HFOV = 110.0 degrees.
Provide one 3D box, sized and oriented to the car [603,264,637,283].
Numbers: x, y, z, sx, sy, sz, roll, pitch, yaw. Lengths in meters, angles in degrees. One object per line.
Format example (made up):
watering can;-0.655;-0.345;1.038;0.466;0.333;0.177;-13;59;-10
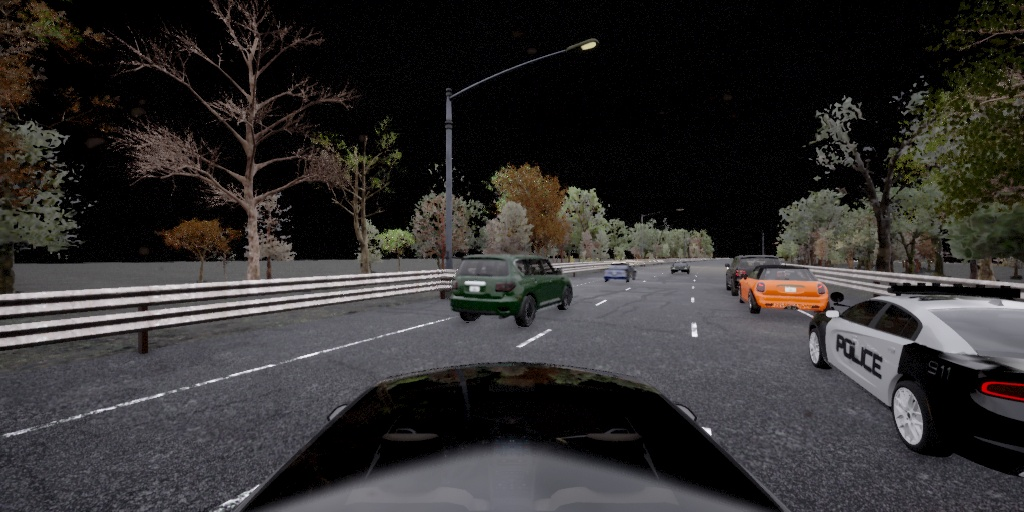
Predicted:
car;8.641;1.304;28.387;2.033;1.411;5.357;0;0;27

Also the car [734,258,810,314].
car;9.899;1.102;13.415;2.097;1.767;4.553;0;0;27

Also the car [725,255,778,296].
car;12.599;0.978;18.755;2.150;2.045;5.566;0;0;27

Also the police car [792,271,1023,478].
police car;5.596;1.175;4.682;1.930;1.638;5.238;0;0;26

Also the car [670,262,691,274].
car;19.238;1.369;40.818;1.895;1.301;4.718;0;0;28

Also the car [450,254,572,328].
car;0.243;0.971;11.837;2.150;2.045;5.566;0;0;27
